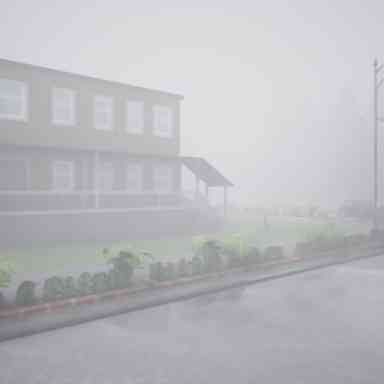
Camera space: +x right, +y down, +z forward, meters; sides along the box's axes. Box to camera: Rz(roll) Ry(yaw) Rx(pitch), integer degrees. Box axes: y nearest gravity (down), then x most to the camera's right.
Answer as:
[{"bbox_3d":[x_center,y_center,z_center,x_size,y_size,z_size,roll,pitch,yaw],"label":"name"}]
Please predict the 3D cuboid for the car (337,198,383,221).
[{"bbox_3d":[13.701,1.313,25.671,2.097,1.767,4.553,0,0,-33],"label":"car"}]
